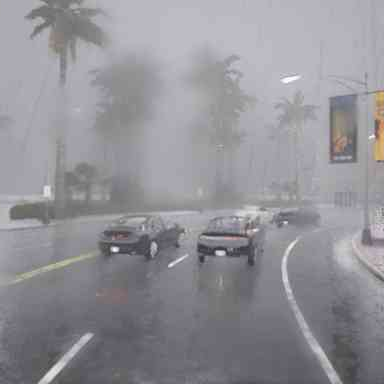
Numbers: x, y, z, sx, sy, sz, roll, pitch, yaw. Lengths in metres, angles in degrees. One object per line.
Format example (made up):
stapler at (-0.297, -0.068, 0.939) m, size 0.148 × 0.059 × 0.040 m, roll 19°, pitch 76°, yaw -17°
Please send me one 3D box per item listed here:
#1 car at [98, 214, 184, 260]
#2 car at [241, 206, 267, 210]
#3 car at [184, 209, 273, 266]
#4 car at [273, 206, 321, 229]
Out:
car at (-1.771, 1.628, 13.130) m, size 1.837 × 1.490 × 4.892 m, roll 0°, pitch 0°, yaw 18°
car at (4.900, 1.790, 25.870) m, size 1.812 × 1.442 × 4.674 m, roll 0°, pitch -1°, yaw 38°
car at (1.583, 1.615, 12.128) m, size 2.128 × 1.511 × 4.902 m, roll 0°, pitch 0°, yaw 18°
car at (7.624, 1.760, 23.681) m, size 1.837 × 1.490 × 4.892 m, roll 0°, pitch 0°, yaw 38°
